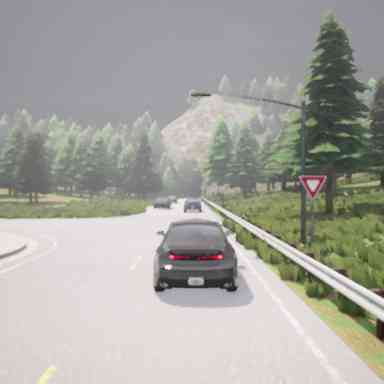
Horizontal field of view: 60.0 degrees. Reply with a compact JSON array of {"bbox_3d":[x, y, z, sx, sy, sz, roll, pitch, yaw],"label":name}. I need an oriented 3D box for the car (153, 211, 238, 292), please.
[{"bbox_3d":[0.080,1.470,8.836,1.837,1.490,4.892,0,0,0],"label":"car"}]

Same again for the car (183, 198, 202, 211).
[{"bbox_3d":[0.075,1.386,36.803,1.812,1.442,4.674,0,0,0],"label":"car"}]

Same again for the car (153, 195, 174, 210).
[{"bbox_3d":[-3.619,1.323,40.622,1.882,1.535,5.008,0,0,0],"label":"car"}]

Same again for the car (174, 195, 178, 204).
[{"bbox_3d":[-3.581,1.300,59.366,1.812,1.442,4.674,0,0,1],"label":"car"}]
